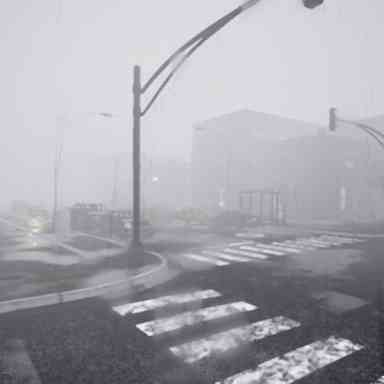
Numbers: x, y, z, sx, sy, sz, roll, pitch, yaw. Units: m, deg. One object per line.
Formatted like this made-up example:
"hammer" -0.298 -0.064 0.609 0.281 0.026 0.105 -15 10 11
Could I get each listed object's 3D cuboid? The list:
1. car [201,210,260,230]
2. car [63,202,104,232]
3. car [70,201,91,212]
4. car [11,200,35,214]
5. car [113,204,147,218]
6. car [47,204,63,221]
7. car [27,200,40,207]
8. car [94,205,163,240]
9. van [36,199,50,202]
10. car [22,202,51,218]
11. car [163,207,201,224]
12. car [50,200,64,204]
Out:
"car" 2.980 1.928 24.044 1.947 1.339 4.313 -1 0 -37
"car" -7.115 1.710 23.646 2.192 1.841 5.009 -1 0 -37
"car" -17.208 2.191 51.307 1.967 1.590 4.097 -1 0 -37
"car" -23.936 2.034 46.366 2.192 1.841 5.009 -1 0 -37
"car" -7.114 2.107 37.675 2.008 1.369 4.403 -1 0 -37
"car" -10.477 2.011 28.189 2.008 1.369 4.403 -1 0 -37
"car" -37.492 2.668 78.707 1.752 1.417 4.829 -1 0 -37
"car" -3.749 1.771 19.102 1.967 1.590 4.097 -1 0 -37
"van" -30.665 2.351 69.484 1.690 1.788 3.998 -1 0 -37
"car" -17.205 2.140 37.277 2.008 1.369 4.403 -1 0 -37
"car" -0.487 1.954 28.724 1.752 1.417 4.829 -1 0 -37
"car" -23.934 2.462 60.394 1.802 1.307 4.206 -1 0 -37
